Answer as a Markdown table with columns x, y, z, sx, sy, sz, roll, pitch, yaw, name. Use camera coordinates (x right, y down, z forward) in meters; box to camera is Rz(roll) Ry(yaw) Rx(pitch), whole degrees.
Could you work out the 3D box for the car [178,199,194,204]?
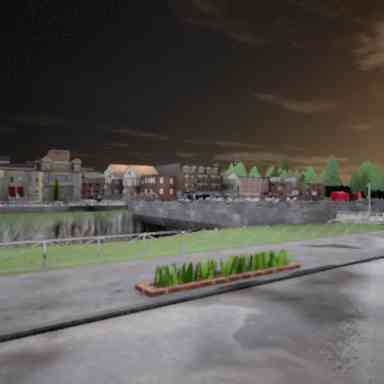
| x | y | z | sx | sy | sz | roll | pitch | yaw | name |
| --- | --- | --- | --- | --- | --- | --- | --- | --- | --- |
| -1.020 | 1.837 | 56.083 | 1.812 | 1.442 | 4.674 | 1 | -1 | -35 | car |
